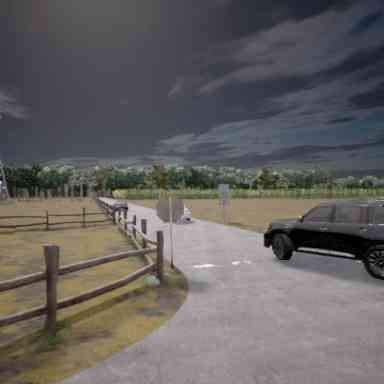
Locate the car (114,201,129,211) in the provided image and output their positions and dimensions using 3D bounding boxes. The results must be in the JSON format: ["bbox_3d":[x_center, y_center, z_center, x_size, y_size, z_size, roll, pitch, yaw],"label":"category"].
[{"bbox_3d":[-10.585,2.037,49.480,2.033,1.411,5.357,-2,0,-17],"label":"car"}]

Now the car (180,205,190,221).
[{"bbox_3d":[-1.485,1.772,29.184,1.812,1.442,4.674,-1,0,-16],"label":"car"}]

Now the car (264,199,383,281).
[{"bbox_3d":[4.797,1.252,10.315,2.150,2.045,5.566,-2,0,-34],"label":"car"}]
